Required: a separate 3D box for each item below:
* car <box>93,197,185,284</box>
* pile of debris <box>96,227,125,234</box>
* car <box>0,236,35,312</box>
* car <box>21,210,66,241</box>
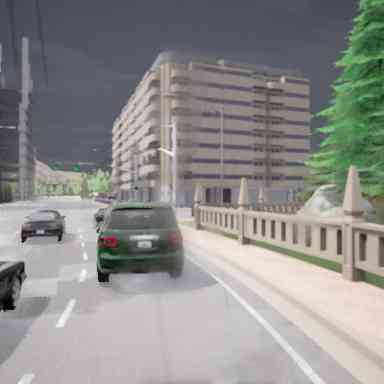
[{"bbox_3d":[-1.724,1.304,10.176,2.150,2.045,5.566,0,0,-14],"label":"car"},{"bbox_3d":[-5.000,2.340,20.345,1.500,0.140,1.860,0,0,-20],"label":"pile of debris"},{"bbox_3d":[-4.081,1.644,4.822,1.895,1.301,4.718,0,0,-9],"label":"car"},{"bbox_3d":[-7.635,1.670,17.317,1.812,1.442,4.674,0,0,-18],"label":"car"}]
